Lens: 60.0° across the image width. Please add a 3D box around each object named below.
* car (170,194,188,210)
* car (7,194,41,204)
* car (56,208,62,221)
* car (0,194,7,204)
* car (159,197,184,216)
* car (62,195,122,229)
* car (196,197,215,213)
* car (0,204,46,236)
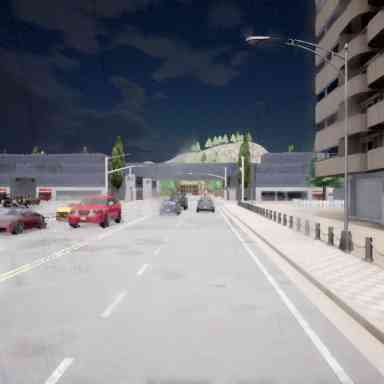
[{"bbox_3d":[-1.721,1.221,42.577,2.150,2.045,5.566,0,0,3],"label":"car"},{"bbox_3d":[-22.748,1.153,45.727,1.932,1.855,4.605,0,0,3],"label":"car"},{"bbox_3d":[-9.442,1.478,27.578,1.882,1.535,5.008,0,0,2],"label":"car"},{"bbox_3d":[-25.636,1.156,45.912,1.905,1.878,3.866,0,0,3],"label":"car"},{"bbox_3d":[-2.111,1.526,32.912,1.812,1.442,4.674,0,0,2],"label":"car"},{"bbox_3d":[-6.255,1.224,22.248,2.150,2.045,5.566,0,0,3],"label":"car"},{"bbox_3d":[1.523,1.564,37.033,1.994,1.385,4.181,0,0,4],"label":"car"},{"bbox_3d":[-9.915,1.565,18.505,1.994,1.385,4.181,0,0,2],"label":"car"}]
